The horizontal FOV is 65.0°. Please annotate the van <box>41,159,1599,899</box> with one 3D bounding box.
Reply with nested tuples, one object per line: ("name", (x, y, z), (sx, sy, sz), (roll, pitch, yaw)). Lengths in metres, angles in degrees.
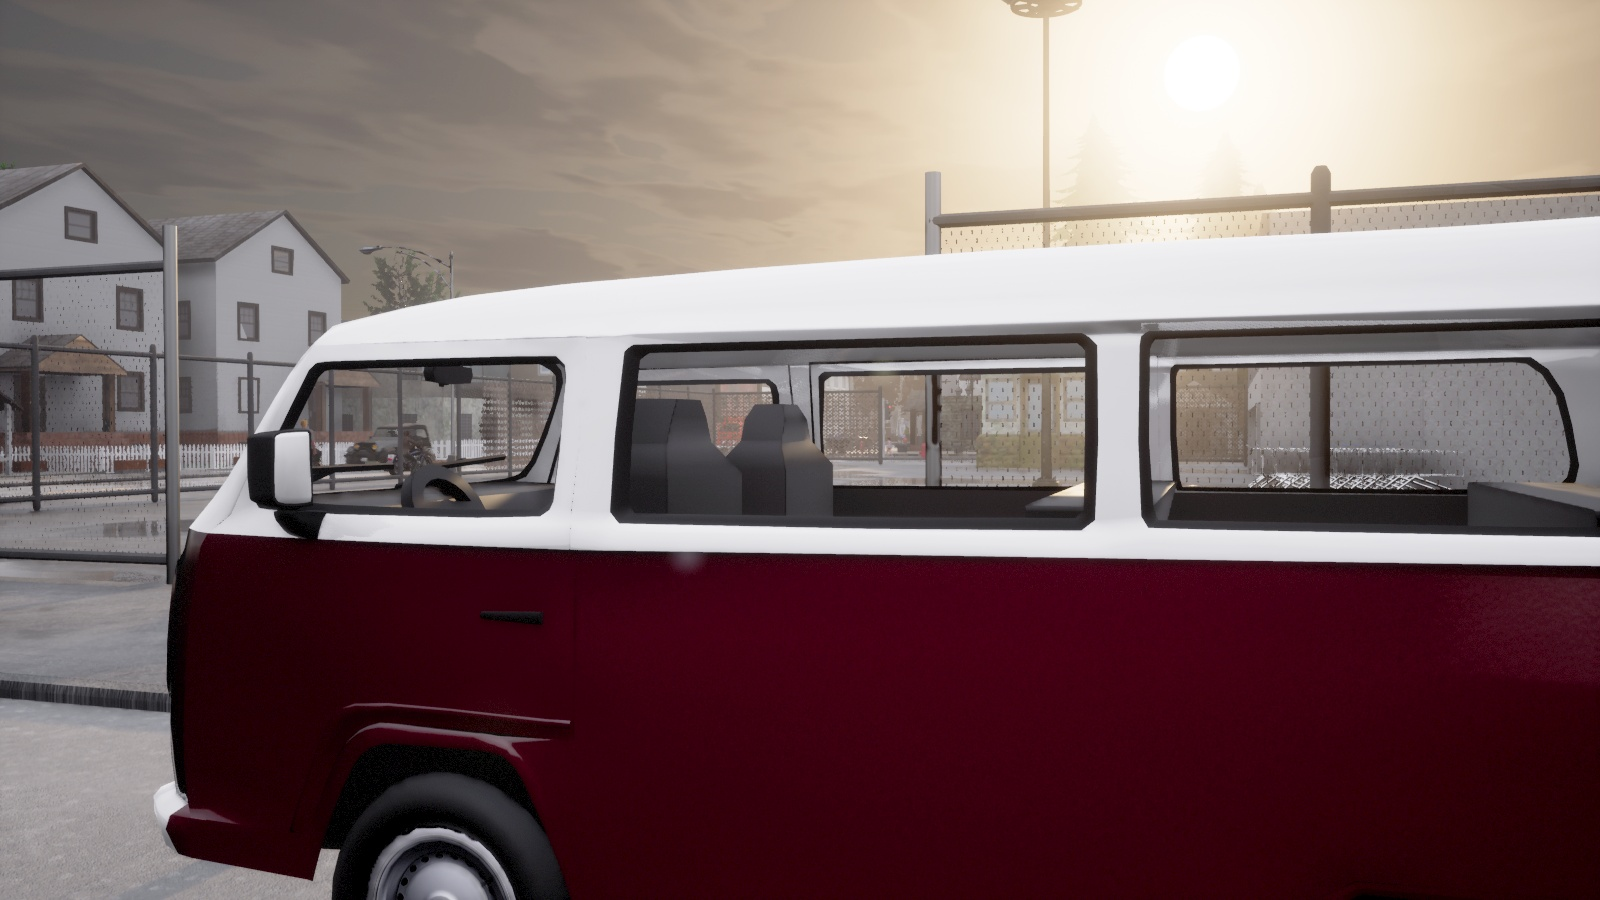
("van", (0.462, 0.495, 3.565), (4.480, 2.038, 2.069), (1, 1, 19))
